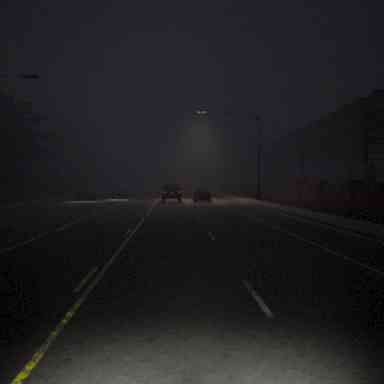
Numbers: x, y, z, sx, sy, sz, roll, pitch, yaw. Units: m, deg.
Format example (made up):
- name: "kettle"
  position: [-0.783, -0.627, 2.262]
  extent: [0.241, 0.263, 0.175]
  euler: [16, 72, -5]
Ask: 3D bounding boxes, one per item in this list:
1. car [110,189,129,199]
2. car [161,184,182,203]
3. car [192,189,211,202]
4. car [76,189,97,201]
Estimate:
- name: "car"
  position: [-9.964, 0.236, 46.275]
  extent: [2.033, 1.411, 5.357]
  euler: [0, 2, -3]
- name: "car"
  position: [-2.345, 0.123, 38.445]
  extent: [2.150, 2.045, 5.566]
  euler: [0, 2, -3]
- name: "car"
  position: [1.125, 0.359, 39.070]
  extent: [1.882, 1.535, 5.008]
  euler: [0, 2, -3]
- name: "car"
  position: [-13.245, 0.338, 42.039]
  extent: [1.812, 1.442, 4.674]
  euler: [0, 1, -3]
